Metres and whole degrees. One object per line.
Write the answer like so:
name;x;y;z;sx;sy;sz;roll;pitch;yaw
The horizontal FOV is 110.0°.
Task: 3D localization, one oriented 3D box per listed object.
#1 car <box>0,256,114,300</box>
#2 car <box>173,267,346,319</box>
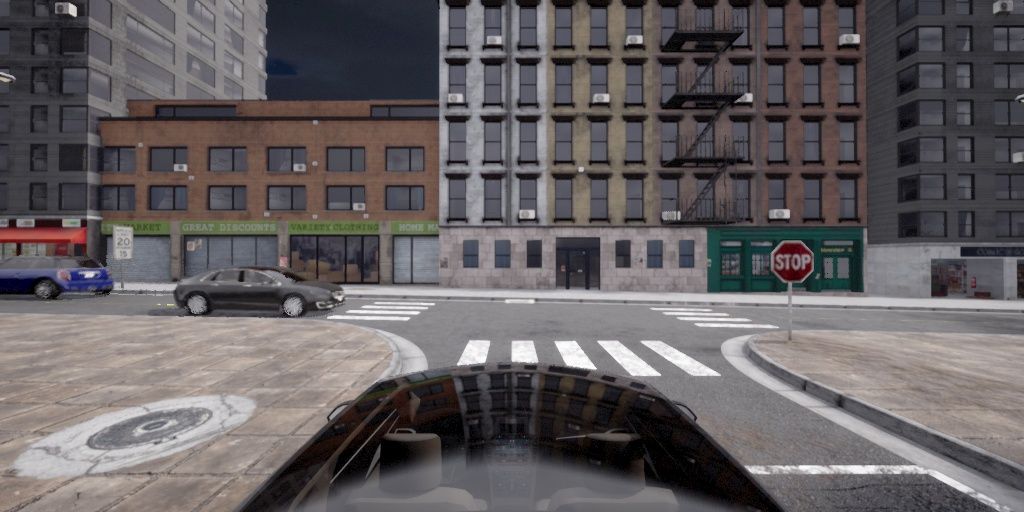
car;-19.321;0.779;14.597;4.553;1.767;2.097;1;0;0
car;-7.992;1.112;11.603;4.892;1.490;1.837;1;0;0
